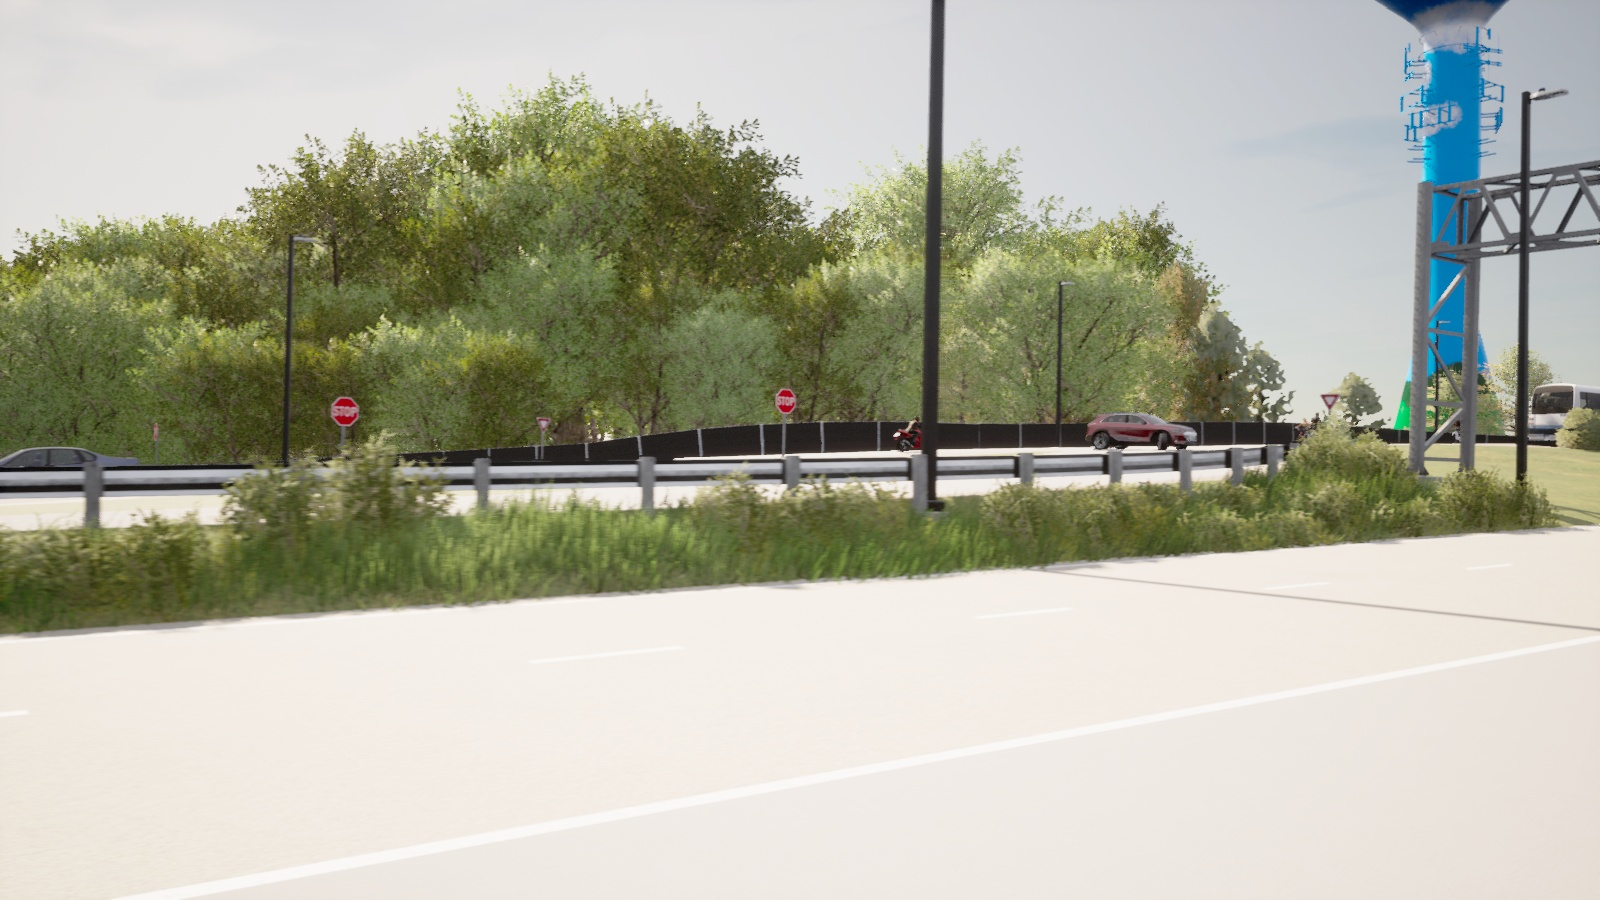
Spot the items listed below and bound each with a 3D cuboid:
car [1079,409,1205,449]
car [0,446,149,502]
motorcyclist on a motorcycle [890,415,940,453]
[{"bbox_3d":[14.589,-0.873,53.804,2.033,1.649,4.856,0,1,-43],"label":"car"},{"bbox_3d":[-22.390,0.723,37.097,5.357,1.411,2.033,-3,2,-34],"label":"car"},{"bbox_3d":[4.812,-0.670,52.395,2.044,1.523,0.797,-2,1,-35],"label":"motorcyclist on a motorcycle"}]
